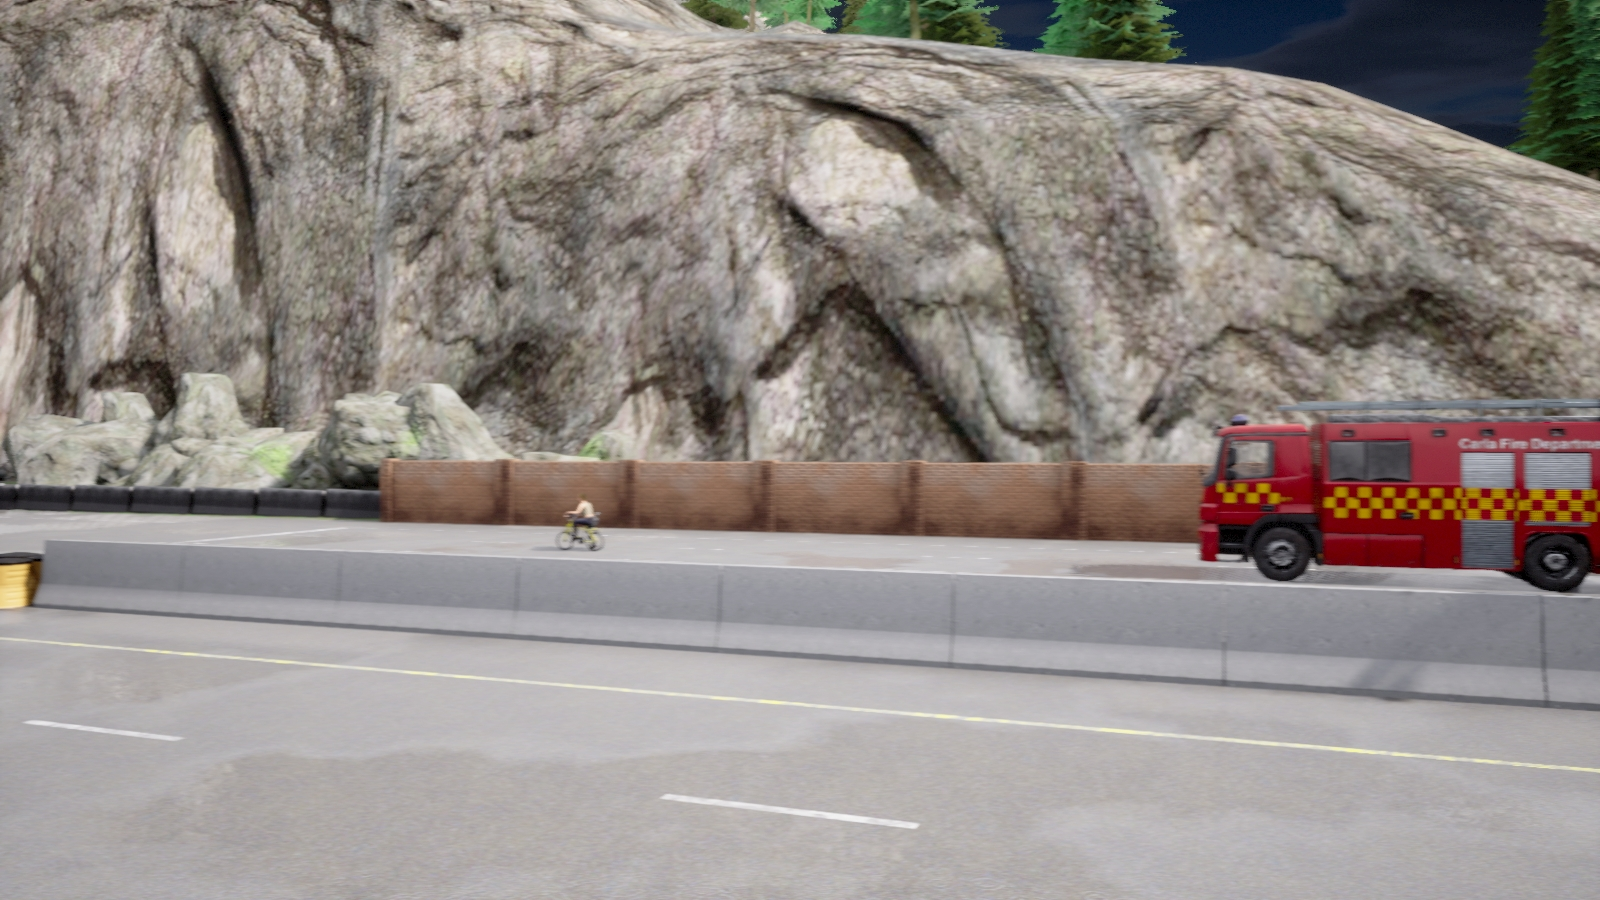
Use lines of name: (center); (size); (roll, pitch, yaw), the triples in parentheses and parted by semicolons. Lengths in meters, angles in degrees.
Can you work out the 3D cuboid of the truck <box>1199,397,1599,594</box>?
truck: (13.071, 0.888, 24.566); (8.468, 3.827, 2.891); (0, 0, 19)
